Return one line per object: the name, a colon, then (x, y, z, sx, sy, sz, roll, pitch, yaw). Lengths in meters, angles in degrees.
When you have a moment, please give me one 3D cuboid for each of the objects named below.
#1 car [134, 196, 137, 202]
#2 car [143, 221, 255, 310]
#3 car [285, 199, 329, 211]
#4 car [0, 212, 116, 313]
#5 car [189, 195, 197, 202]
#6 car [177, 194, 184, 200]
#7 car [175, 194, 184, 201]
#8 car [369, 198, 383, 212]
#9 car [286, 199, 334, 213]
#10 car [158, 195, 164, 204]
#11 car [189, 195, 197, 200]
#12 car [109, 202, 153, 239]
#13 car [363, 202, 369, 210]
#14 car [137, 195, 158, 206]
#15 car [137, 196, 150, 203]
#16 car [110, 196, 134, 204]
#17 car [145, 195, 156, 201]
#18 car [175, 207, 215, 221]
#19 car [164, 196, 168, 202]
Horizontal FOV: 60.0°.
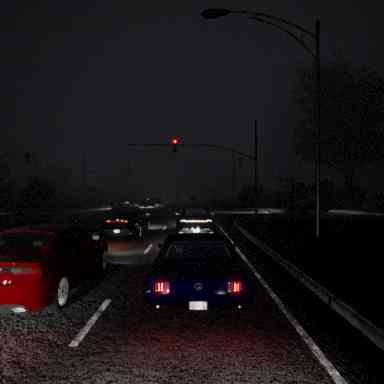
car: (-10.415, 1.525, 60.694, 1.812, 1.442, 4.674, 0, 0, 1)
car: (0.118, 1.601, 7.747, 1.895, 1.301, 4.718, 0, 0, 0)
car: (13.677, 1.526, 39.628, 4.674, 1.442, 1.812, 0, 0, 5)
car: (-3.382, 1.478, 7.774, 1.882, 1.535, 5.008, 0, 0, 0)
car: (0.191, 1.500, 78.310, 1.837, 1.490, 4.892, 0, 0, 0)
car: (-3.224, 1.328, 95.040, 1.882, 1.535, 5.008, 0, 0, 1)
car: (-3.290, 1.532, 84.631, 2.033, 1.411, 5.357, 0, 0, 0)
car: (22.228, 1.470, 35.638, 5.008, 1.535, 1.882, 0, 0, 3)
car: (12.808, 1.491, 36.174, 4.902, 1.511, 2.128, 0, 0, 3)
car: (-6.900, 1.601, 62.352, 1.895, 1.301, 4.718, 0, 0, 1)
car: (0.277, 1.525, 95.001, 2.128, 1.511, 4.902, 0, 0, 1)
car: (-3.359, 1.505, 17.271, 1.837, 1.490, 4.892, 0, 0, 0)
car: (22.853, 1.484, 39.110, 4.902, 1.511, 2.128, 0, 0, 3)
car: (-6.892, 1.564, 51.457, 1.994, 1.385, 4.181, 0, 0, -2)
car: (-10.326, 1.540, 71.377, 2.033, 1.411, 5.357, 0, 0, 0)
car: (-10.808, 1.492, 50.020, 2.128, 1.511, 4.902, 0, 0, 6)
car: (-10.299, 1.540, 81.976, 2.033, 1.411, 5.357, 0, 0, 0)
car: (0.151, 1.491, 17.009, 2.128, 1.511, 4.902, 0, 0, -1)
car: (-6.825, 1.478, 72.050, 1.882, 1.535, 5.008, 0, 0, 0)
